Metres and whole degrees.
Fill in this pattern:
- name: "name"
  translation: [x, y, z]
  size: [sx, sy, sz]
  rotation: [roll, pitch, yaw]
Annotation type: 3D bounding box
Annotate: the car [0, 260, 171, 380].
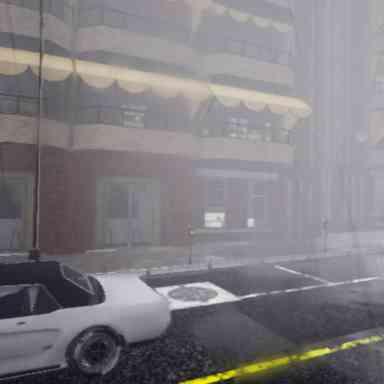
- name: "car"
  translation: [-2.790, 1.695, 4.445]
  size: [4.718, 1.301, 1.895]
  rotation: [0, -1, -23]
